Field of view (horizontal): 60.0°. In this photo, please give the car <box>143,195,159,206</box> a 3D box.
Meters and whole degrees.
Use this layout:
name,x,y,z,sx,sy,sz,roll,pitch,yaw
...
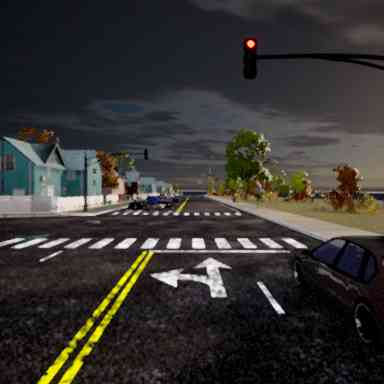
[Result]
name,x,y,z,sx,sy,sz,roll,pitch,yaw
car,-6.428,1.309,52.850,1.882,1.535,5.008,0,1,0

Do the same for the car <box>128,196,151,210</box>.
name,x,y,z,sx,sy,sz,roll,pitch,yaw
car,-6.477,1.465,40.369,1.895,1.301,4.718,0,0,1

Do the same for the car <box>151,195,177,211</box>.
name,x,y,z,sx,sy,sz,roll,pitch,yaw
car,-3.231,1.357,39.372,2.128,1.511,4.902,0,0,0

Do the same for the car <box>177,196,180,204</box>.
name,x,y,z,sx,sy,sz,roll,pitch,yaw
car,-3.107,1.417,59.737,1.895,1.301,4.718,0,0,1

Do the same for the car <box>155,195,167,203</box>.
name,x,y,z,sx,sy,sz,roll,pitch,yaw
car,-6.310,1.306,68.164,2.128,1.511,4.902,0,0,0

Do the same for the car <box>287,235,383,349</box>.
name,x,y,z,sx,sy,sz,roll,pitch,yaw
car,3.371,1.523,6.134,2.033,1.411,5.357,0,0,0
